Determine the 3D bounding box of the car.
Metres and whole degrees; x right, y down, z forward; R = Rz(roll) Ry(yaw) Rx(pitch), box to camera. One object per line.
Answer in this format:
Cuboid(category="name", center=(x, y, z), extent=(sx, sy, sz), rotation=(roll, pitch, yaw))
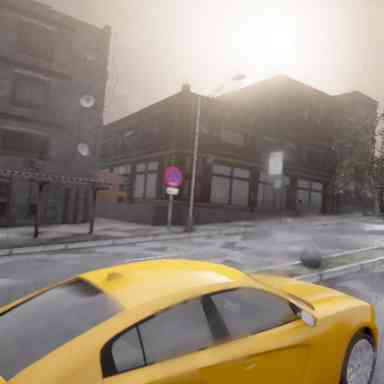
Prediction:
Cuboid(category="car", center=(-0.013, 1.477, 3.430), extent=(5.008, 1.535, 1.882), rotation=(0, 0, -35))
